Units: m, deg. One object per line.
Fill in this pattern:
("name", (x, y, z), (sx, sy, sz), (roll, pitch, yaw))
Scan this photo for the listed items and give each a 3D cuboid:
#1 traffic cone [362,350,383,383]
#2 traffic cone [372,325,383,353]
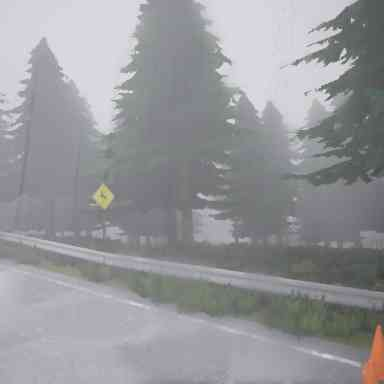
("traffic cone", (1.775, 1.956, 3.290), (0.340, 0.580, 0.340), (0, 0, 34))
("traffic cone", (2.322, 1.956, 4.124), (0.340, 0.580, 0.340), (0, 0, 34))
